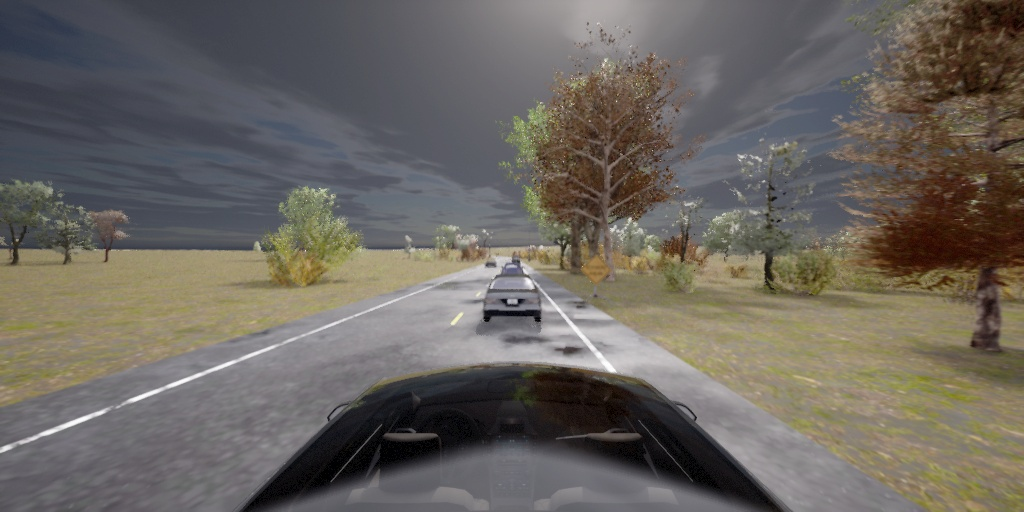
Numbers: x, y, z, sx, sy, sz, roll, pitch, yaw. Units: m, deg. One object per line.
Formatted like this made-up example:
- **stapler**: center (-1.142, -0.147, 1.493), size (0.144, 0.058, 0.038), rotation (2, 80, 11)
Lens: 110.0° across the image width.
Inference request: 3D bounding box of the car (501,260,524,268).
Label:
- **car**: center (0.048, 1.288, 30.310), size (1.812, 1.442, 4.674), rotation (0, 0, 0)

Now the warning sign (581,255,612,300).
- **warning sign**: center (3.548, 0.874, 15.299), size (1.300, 1.860, 1.060), rotation (0, 0, 0)

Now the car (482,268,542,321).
- **car**: center (0.025, 1.304, 12.440), size (2.033, 1.411, 5.357), rotation (0, 0, 0)

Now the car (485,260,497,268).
- **car**: center (-3.551, 1.333, 60.784), size (1.895, 1.301, 4.718), rotation (0, 0, 1)
